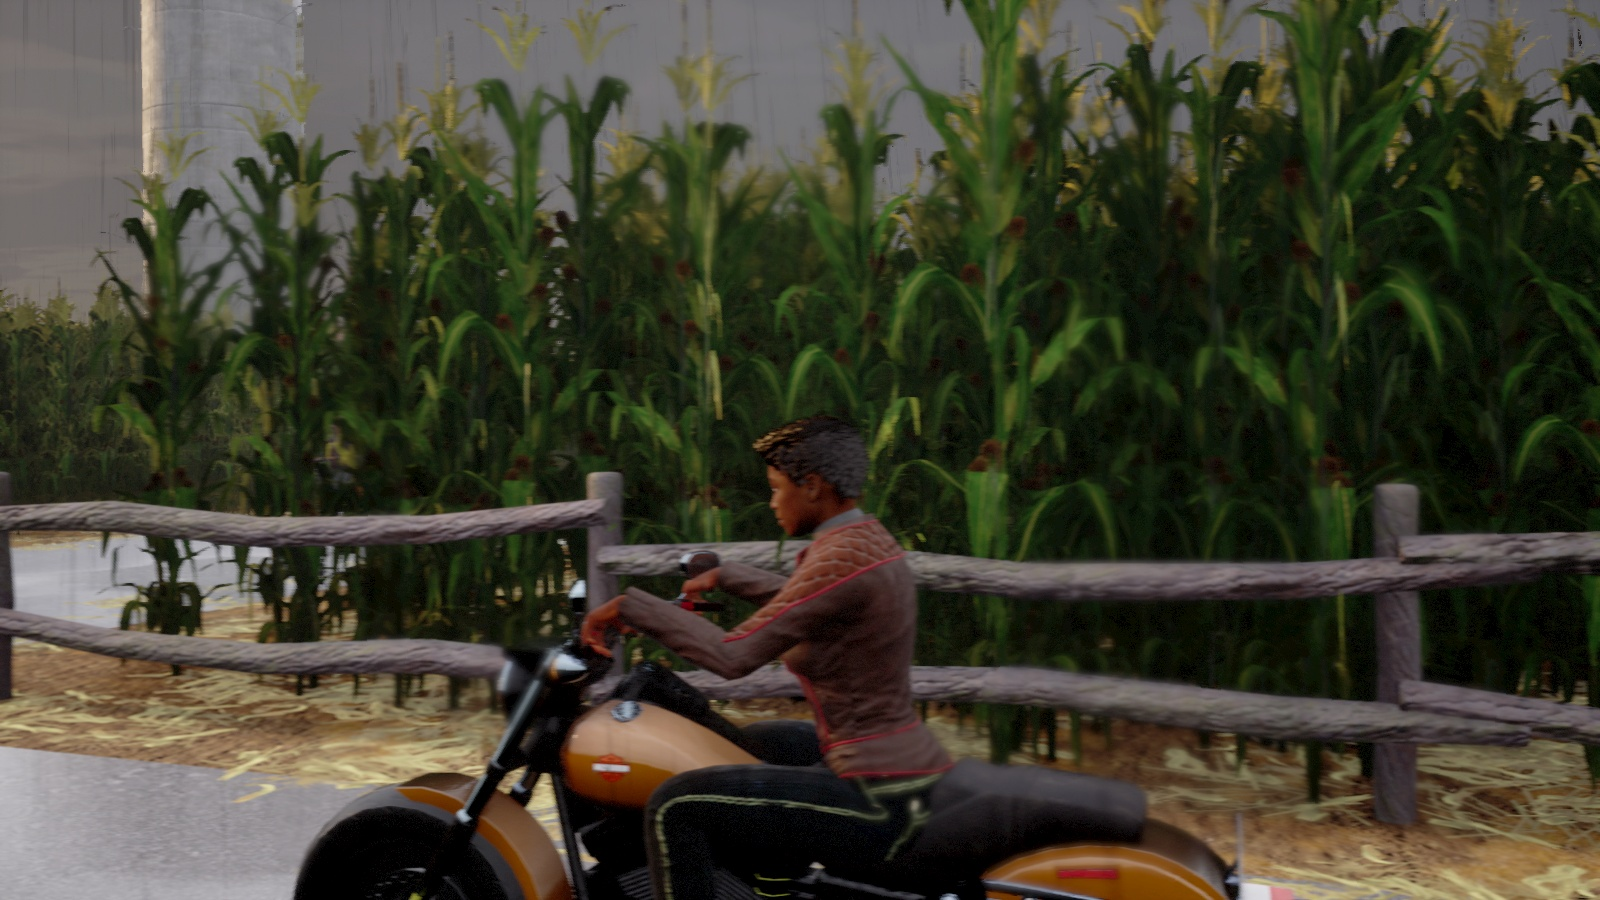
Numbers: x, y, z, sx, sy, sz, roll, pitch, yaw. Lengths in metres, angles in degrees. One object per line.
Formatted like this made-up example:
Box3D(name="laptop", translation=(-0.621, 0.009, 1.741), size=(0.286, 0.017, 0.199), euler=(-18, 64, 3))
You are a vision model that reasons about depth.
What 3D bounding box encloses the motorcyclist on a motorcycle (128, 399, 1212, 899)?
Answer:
Box3D(name="motorcyclist on a motorcycle", translation=(-0.300, 0.730, 2.871), size=(2.350, 1.649, 0.766), euler=(0, 1, 19))
